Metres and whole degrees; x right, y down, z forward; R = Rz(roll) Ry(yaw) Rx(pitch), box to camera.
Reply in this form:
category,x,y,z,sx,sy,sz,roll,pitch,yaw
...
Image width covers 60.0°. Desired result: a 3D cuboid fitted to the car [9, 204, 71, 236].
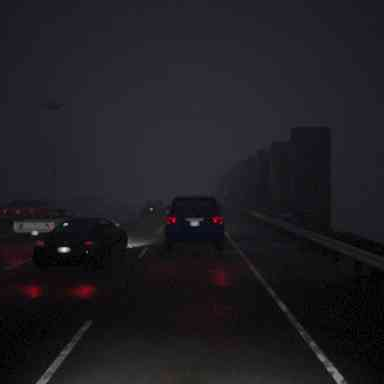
category,x,y,z,sx,sy,sz,roll,pitch,yaw
car,-6.903,1.496,16.835,1.895,1.301,4.718,0,0,0

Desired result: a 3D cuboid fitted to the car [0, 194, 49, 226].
category,x,y,z,sx,sy,sz,roll,pitch,yaw
car,-10.404,1.216,22.010,2.097,1.767,4.553,0,0,0

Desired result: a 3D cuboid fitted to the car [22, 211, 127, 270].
category,x,y,z,sx,sy,sz,roll,pitch,yaw
car,-3.402,1.496,10.851,1.994,1.385,4.181,0,0,0

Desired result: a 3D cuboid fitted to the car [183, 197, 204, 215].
category,x,y,z,sx,sy,sz,roll,pitch,yaw
car,0.148,1.306,32.315,1.837,1.490,4.892,0,0,1

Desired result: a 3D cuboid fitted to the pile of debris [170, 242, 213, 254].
category,x,y,z,sx,sy,sz,roll,pitch,yaw
pile of debris,-0.003,2.098,12.558,1.500,0.140,1.860,0,0,0

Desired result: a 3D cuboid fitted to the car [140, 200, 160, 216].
category,x,y,z,sx,sy,sz,roll,pitch,yaw
car,-3.376,1.381,29.750,1.994,1.385,4.181,0,0,0

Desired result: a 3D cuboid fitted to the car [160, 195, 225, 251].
category,x,y,z,sx,sy,sz,roll,pitch,yaw
car,0.108,1.136,13.841,2.150,2.045,5.566,0,0,0

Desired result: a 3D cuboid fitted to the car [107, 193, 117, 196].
category,x,y,z,sx,sy,sz,roll,pitch,yaw
car,-20.541,0.950,85.929,2.033,1.411,5.357,0,0,-2

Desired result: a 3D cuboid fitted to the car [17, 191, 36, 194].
category,x,y,z,sx,sy,sz,roll,pitch,yaw
car,-27.521,0.883,54.759,2.150,2.045,5.566,0,0,2

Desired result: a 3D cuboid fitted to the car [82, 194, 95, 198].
category,x,y,z,sx,sy,sz,roll,pitch,yaw
car,-23.863,1.079,76.850,1.994,1.385,4.181,0,0,-1
